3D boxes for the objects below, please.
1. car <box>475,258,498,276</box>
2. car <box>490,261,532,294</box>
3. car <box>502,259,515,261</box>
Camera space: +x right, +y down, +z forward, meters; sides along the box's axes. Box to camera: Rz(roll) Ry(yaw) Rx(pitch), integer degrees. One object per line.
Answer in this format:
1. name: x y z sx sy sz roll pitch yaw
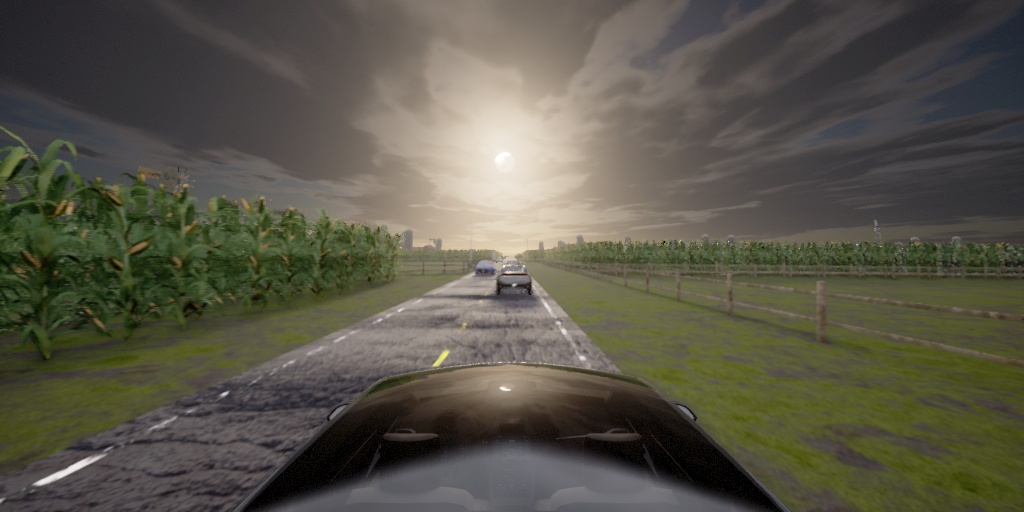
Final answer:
1. car: -2.810 1.212 37.907 1.882 1.535 5.008 0 0 0
2. car: 0.110 1.237 20.057 2.128 1.511 4.902 0 0 0
3. car: 0.131 1.238 40.714 1.837 1.490 4.892 0 0 0
